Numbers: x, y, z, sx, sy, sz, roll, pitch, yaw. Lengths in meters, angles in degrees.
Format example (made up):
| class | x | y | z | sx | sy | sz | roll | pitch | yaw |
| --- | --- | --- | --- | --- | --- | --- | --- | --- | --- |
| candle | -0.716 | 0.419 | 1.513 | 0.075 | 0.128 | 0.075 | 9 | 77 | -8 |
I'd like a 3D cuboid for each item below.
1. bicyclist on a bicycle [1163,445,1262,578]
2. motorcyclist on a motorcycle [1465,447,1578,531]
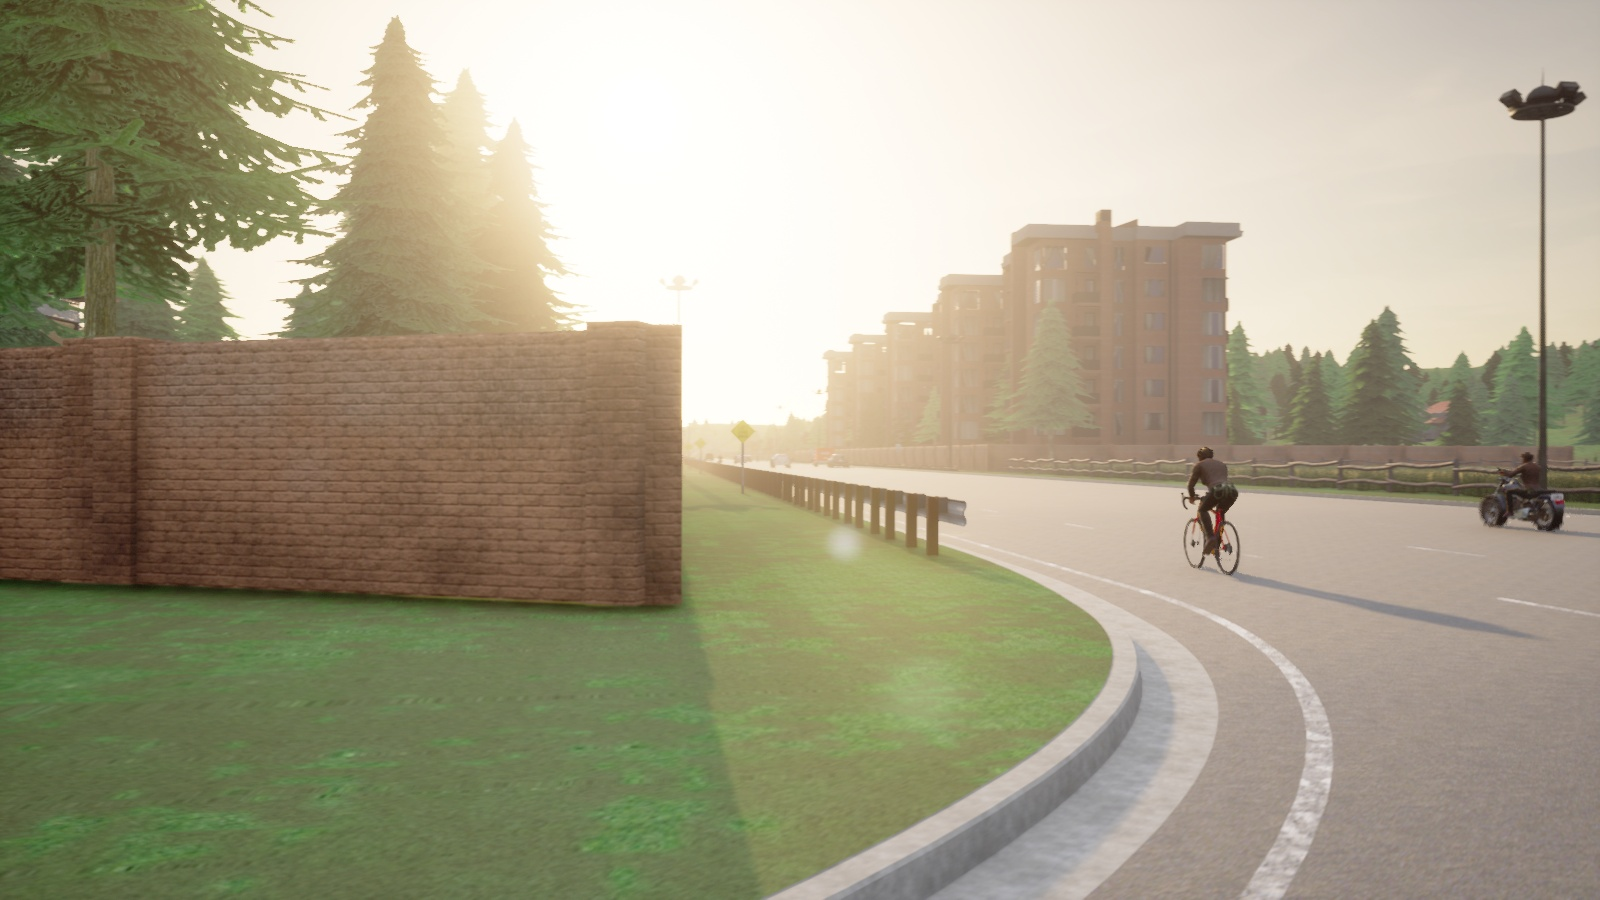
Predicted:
| class | x | y | z | sx | sy | sz | roll | pitch | yaw |
| --- | --- | --- | --- | --- | --- | --- | --- | --- | --- |
| bicyclist on a bicycle | 5.303 | 0.759 | 16.231 | 0.582 | 1.620 | 1.656 | 0 | -1 | -6 |
| motorcyclist on a motorcycle | 14.832 | 0.784 | 25.902 | 0.766 | 1.649 | 2.350 | 0 | -1 | -6 |
